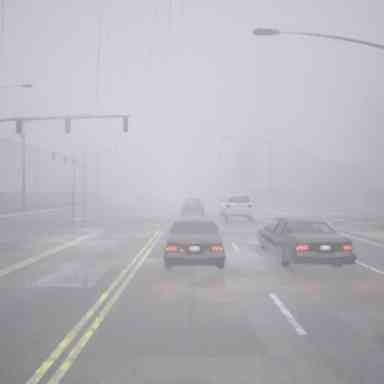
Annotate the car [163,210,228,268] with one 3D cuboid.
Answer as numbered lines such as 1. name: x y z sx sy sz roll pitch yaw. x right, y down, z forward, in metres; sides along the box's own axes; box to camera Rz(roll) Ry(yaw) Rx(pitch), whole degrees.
1. car: 0.074 1.542 11.262 2.033 1.411 5.357 0 0 0

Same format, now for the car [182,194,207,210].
1. car: 0.080 1.330 32.477 2.097 1.767 4.553 0 0 0

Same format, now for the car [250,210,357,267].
1. car: 3.575 1.542 11.395 2.033 1.411 5.357 0 0 0

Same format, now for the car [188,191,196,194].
1. car: -0.031 0.671 91.176 2.097 1.767 4.553 0 1 0

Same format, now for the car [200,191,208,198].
1. car: 3.469 0.909 91.242 1.895 1.301 4.718 0 1 0

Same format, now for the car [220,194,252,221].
1. car: 3.570 1.209 27.536 2.150 2.045 5.566 0 0 0

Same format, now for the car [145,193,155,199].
1. car: -10.529 0.995 84.063 1.812 1.442 4.674 0 1 0

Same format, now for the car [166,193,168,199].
1. car: -7.029 0.948 84.076 1.882 1.535 5.008 0 1 0

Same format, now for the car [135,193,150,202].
1. car: -10.523 1.220 68.331 1.882 1.535 5.008 0 1 0

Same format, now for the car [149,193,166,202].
1. car: -7.024 1.239 68.485 1.837 1.490 4.892 0 1 0
